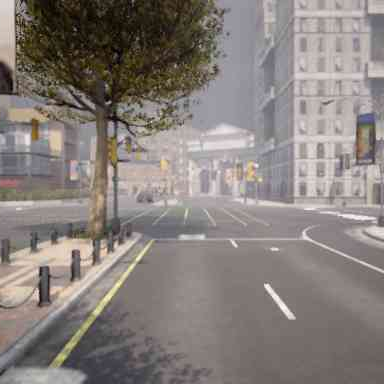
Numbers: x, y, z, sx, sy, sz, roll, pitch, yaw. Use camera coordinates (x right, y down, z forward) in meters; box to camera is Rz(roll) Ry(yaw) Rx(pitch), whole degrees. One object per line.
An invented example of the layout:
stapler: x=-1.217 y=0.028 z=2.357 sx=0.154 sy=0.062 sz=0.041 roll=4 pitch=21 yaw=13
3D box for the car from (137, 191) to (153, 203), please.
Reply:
car: x=-8.056 y=0.841 z=57.225 sx=2.150 sy=2.045 sz=5.566 roll=0 pitch=0 yaw=1
